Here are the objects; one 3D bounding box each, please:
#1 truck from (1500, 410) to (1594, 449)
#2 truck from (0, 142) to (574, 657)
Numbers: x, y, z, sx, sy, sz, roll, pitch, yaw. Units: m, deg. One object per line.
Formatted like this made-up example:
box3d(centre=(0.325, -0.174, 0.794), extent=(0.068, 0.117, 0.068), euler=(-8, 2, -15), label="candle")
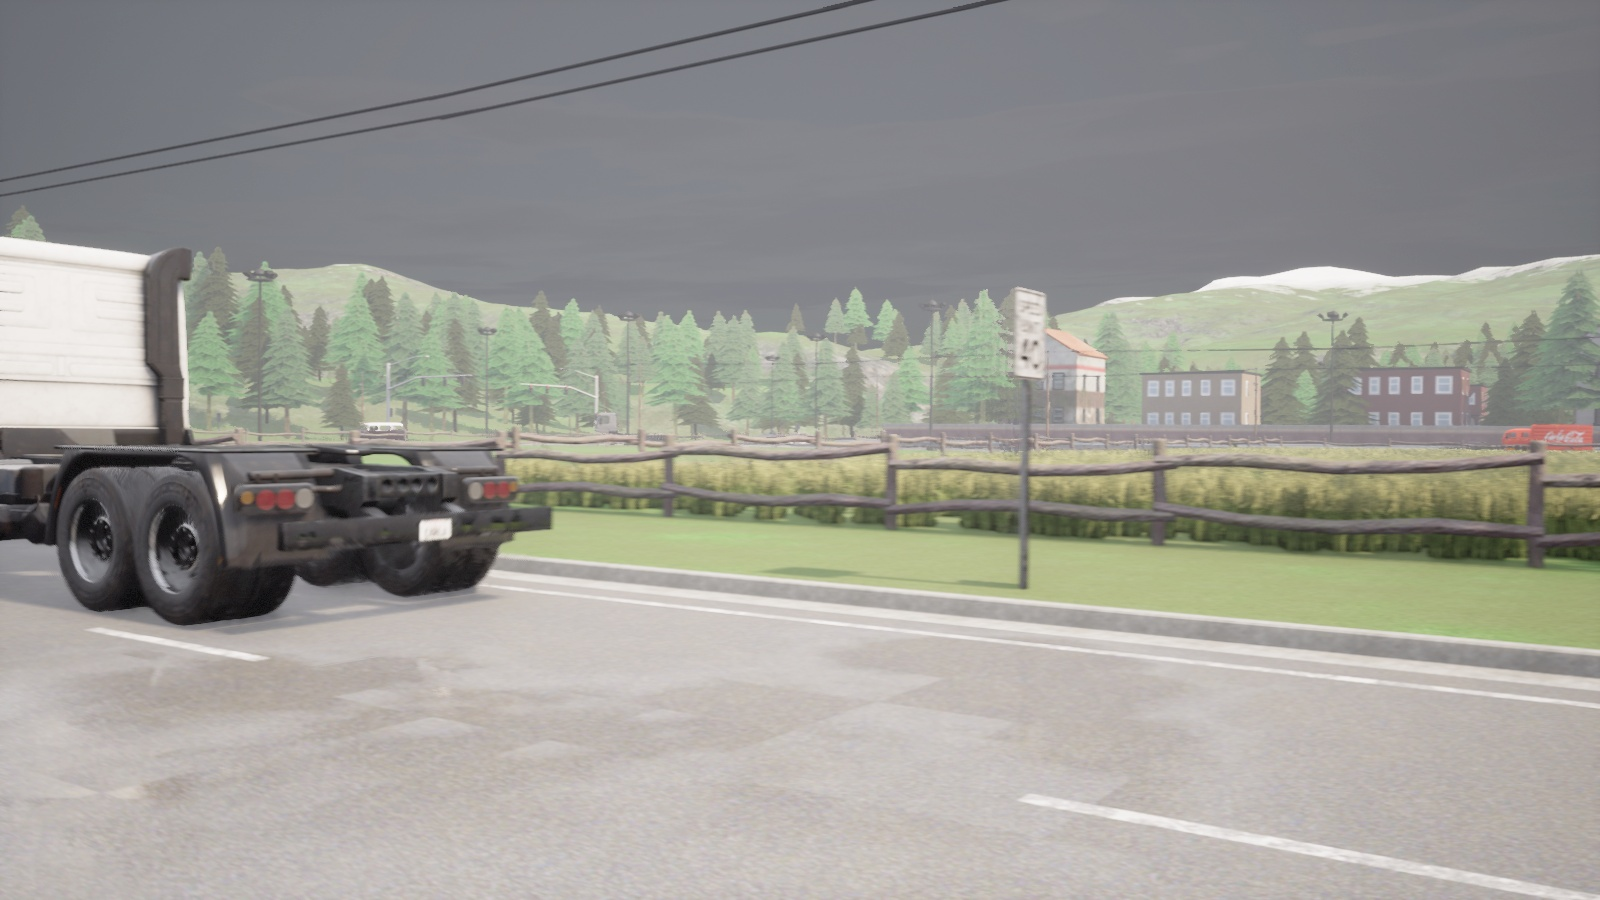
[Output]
box3d(centre=(49.180, -1.333, 82.721), extent=(5.204, 2.467, 2.627), euler=(0, 1, 34), label="truck")
box3d(centre=(-6.074, -0.360, 11.841), extent=(7.936, 3.462, 2.891), euler=(0, 1, 34), label="truck")
